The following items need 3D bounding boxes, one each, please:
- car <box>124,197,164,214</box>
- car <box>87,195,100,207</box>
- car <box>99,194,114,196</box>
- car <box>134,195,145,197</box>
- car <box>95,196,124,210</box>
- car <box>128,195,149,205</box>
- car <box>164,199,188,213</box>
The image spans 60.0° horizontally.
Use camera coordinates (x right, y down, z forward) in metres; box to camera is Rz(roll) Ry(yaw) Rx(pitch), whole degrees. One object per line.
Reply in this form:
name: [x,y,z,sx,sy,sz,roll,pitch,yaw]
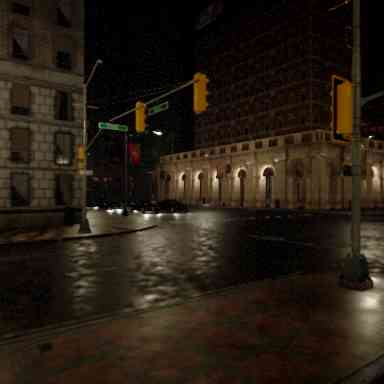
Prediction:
car: [-5.461,1.589,37.344,1.837,1.490,4.892,0,0,-36]
car: [-17.115,1.563,53.876,1.882,1.535,5.008,0,0,-35]
car: [-14.240,1.324,55.902,2.150,2.045,5.566,0,0,-35]
car: [-8.316,1.579,47.386,1.882,1.535,5.008,0,0,-35]
car: [-11.259,1.649,45.479,1.994,1.385,4.181,0,0,-35]
car: [-10.098,1.489,62.239,2.097,1.767,4.553,0,0,-35]
car: [-2.413,1.579,39.105,1.882,1.535,5.008,0,0,-36]
